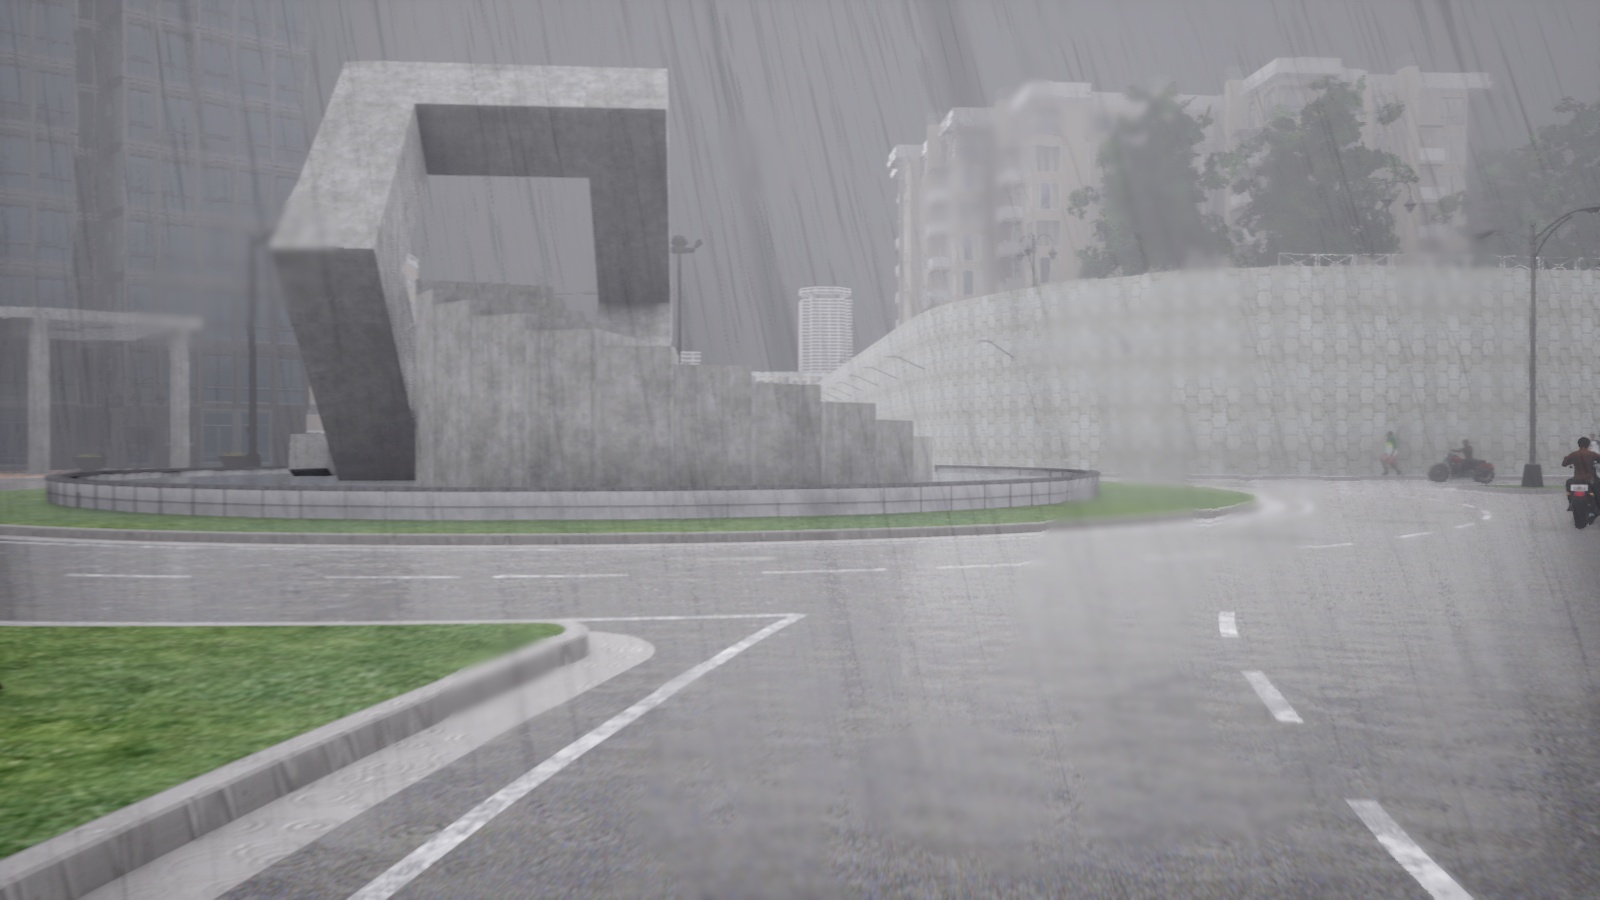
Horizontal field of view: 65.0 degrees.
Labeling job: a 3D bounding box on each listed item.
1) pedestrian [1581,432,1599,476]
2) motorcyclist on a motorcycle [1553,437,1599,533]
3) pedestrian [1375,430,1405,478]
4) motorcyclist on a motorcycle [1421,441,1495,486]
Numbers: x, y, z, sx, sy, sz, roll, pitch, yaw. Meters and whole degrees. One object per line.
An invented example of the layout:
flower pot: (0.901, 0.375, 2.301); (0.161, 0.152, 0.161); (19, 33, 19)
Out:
pedestrian: (32.794, 0.172, 52.015); (0.706, 1.836, 0.354); (0, 0, -10)
motorcyclist on a motorcycle: (14.157, 0.596, 22.654); (0.766, 1.649, 2.350); (0, 0, 36)
pedestrian: (23.884, 0.161, 50.825); (0.873, 1.952, 0.659); (0, 0, -5)
motorcyclist on a motorcycle: (24.263, 0.482, 46.314); (2.350, 1.649, 0.766); (0, 0, -2)
